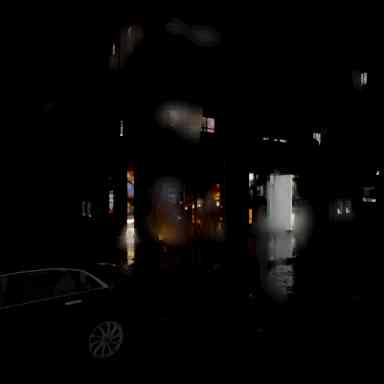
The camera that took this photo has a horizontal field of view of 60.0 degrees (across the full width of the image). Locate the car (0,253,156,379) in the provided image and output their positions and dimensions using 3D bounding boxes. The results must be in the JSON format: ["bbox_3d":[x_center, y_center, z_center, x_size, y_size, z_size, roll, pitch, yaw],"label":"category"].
[{"bbox_3d":[-2.593,1.551,4.249,4.403,1.369,2.008,0,0,-35],"label":"car"}]

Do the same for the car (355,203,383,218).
[{"bbox_3d":[16.261,1.754,32.439,1.994,1.385,4.181,0,-1,-35],"label":"car"}]

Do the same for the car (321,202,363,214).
[{"bbox_3d":[17.800,1.843,39.700,1.802,1.307,4.206,-1,0,-35],"label":"car"}]
